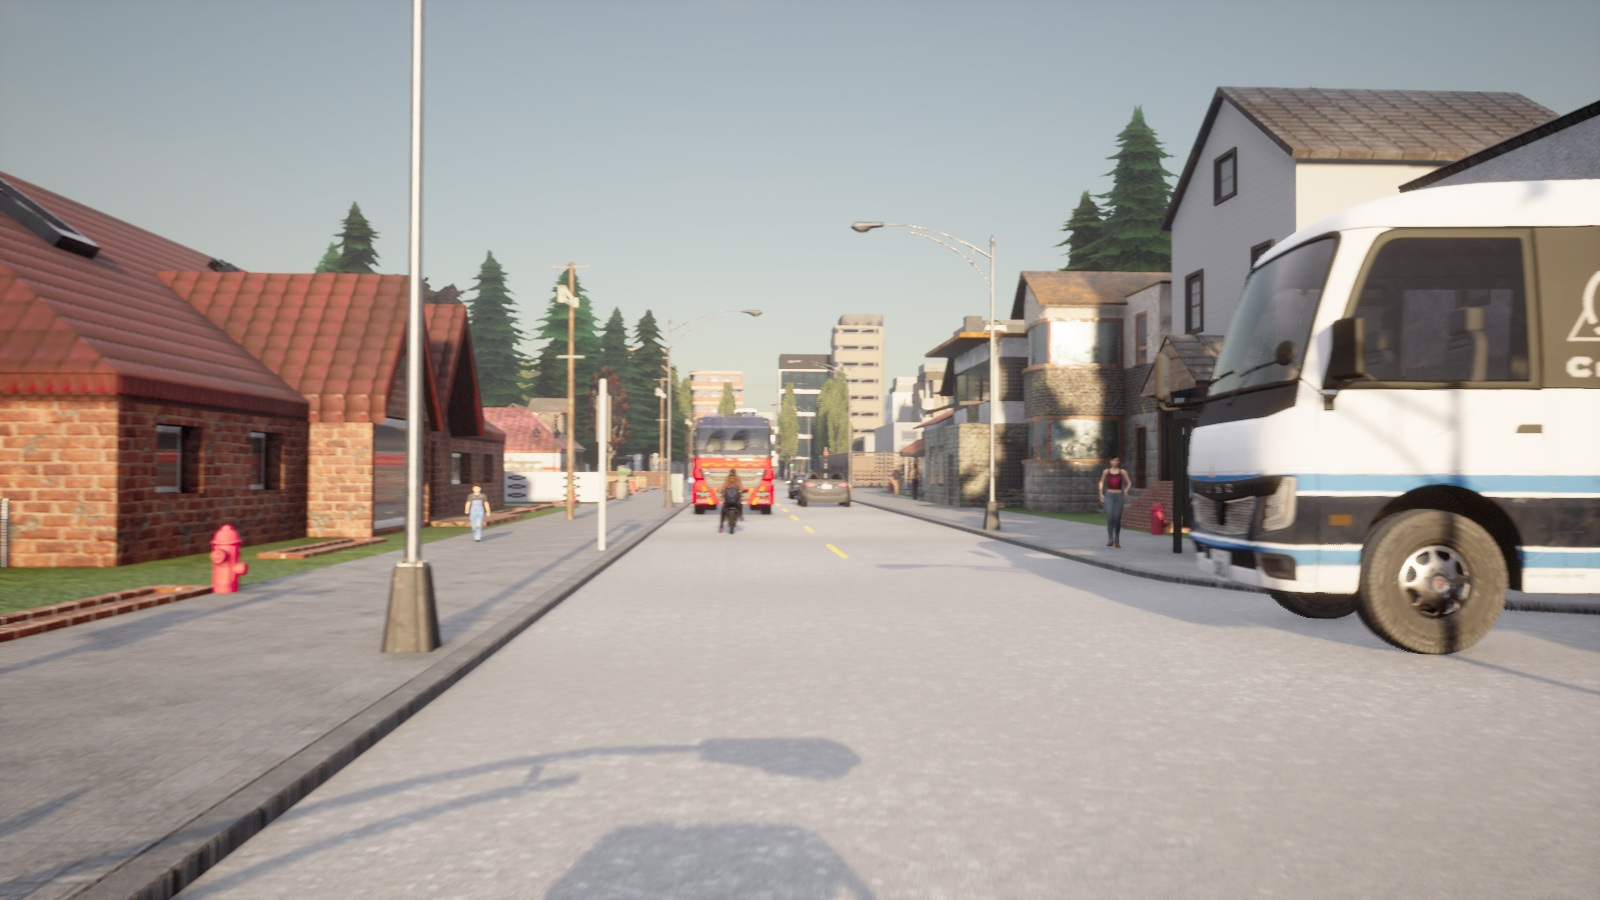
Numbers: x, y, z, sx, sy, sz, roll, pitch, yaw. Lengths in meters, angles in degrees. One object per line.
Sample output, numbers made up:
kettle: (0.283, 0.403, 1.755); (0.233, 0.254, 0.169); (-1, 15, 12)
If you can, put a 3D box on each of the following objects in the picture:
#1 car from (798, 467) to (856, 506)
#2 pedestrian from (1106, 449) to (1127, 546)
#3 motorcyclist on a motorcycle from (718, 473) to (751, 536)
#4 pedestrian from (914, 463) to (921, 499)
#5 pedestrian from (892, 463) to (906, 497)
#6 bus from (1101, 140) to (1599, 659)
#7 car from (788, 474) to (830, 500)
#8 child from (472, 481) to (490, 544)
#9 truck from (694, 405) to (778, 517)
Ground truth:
car: (1.168, 1.597, 56.219); (2.242, 1.667, 4.611); (0, -1, -3)
pedestrian: (6.058, 0.907, 24.048); (0.345, 1.836, 0.594); (0, -1, 12)
motorcyclist on a motorcycle: (-1.620, 1.328, 31.396); (0.797, 1.523, 2.044); (0, -1, -3)
pedestrian: (6.079, 1.590, 64.856); (0.345, 1.836, 0.594); (0, -1, 8)
pedestrian: (5.486, 1.674, 69.739); (0.540, 1.848, 0.694); (0, -1, -17)
bus: (8.483, -0.387, 12.156); (10.273, 4.253, 3.944); (0, -1, 3)
car: (0.463, 2.043, 70.579); (2.033, 1.411, 5.357); (0, -1, -3)
child: (-6.457, 1.252, 25.416); (0.270, 1.263, 0.437); (0, -1, -3)
truck: (-2.408, 0.452, 47.399); (2.891, 3.827, 8.468); (0, -1, -3)
